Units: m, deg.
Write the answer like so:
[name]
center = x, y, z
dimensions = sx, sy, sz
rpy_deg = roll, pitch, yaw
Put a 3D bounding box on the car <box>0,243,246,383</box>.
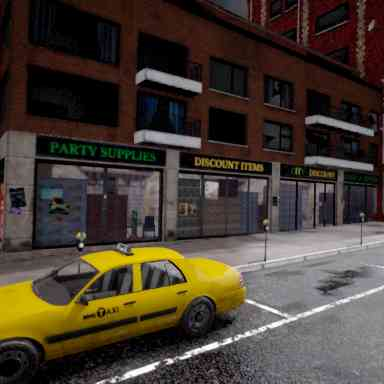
[car]
center = -1.309, 1.527, 5.138
dimensions = 4.829, 1.417, 1.752
rpy_deg = 0, 2, -35
